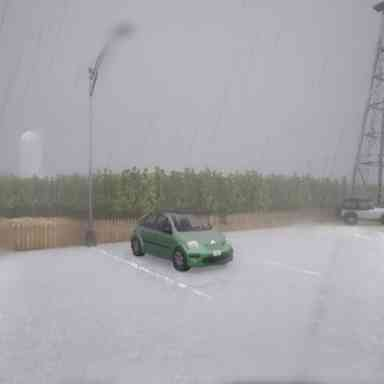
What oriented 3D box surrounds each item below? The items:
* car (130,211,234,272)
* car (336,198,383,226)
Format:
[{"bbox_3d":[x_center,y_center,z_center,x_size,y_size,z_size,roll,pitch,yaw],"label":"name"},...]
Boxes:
[{"bbox_3d":[-0.453,1.479,10.968,1.851,1.617,3.988,0,0,-36],"label":"car"},{"bbox_3d":[11.893,1.354,22.668,3.866,1.878,1.905,0,0,23],"label":"car"}]
